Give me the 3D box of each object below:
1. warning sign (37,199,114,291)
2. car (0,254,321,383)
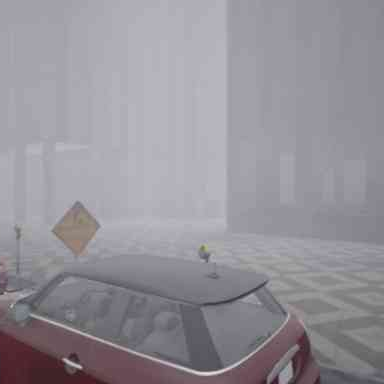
[{"bbox_3d":[-2.667,1.113,7.698,1.060,1.860,1.300,0,0,36],"label":"warning sign"},{"bbox_3d":[-0.858,1.439,3.694,4.097,1.590,1.967,0,0,36],"label":"car"}]
